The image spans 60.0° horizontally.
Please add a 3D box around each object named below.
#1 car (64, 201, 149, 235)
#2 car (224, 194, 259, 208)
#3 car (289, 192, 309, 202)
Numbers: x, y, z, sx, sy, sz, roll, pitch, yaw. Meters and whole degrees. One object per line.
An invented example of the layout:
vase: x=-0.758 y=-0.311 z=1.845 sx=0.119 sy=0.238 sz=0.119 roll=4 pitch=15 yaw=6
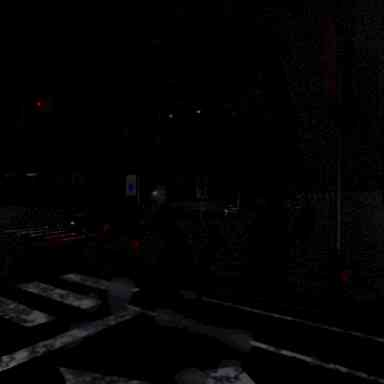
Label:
car: x=-4.185 y=1.208 z=17.182 sx=1.882 sy=1.535 sz=5.008 roll=-1 pitch=0 yaw=28
car: x=5.499 y=0.962 z=36.132 sx=2.033 sy=1.411 sz=5.357 roll=1 pitch=1 yaw=36
car: x=16.561 y=0.721 z=51.424 sx=1.837 sy=1.490 sz=4.892 roll=1 pitch=1 yaw=36
